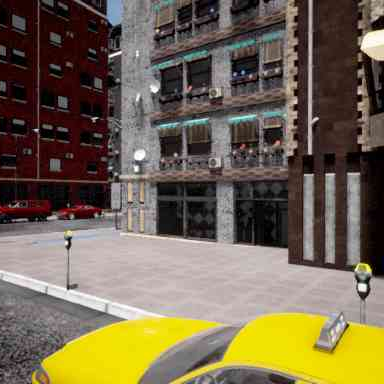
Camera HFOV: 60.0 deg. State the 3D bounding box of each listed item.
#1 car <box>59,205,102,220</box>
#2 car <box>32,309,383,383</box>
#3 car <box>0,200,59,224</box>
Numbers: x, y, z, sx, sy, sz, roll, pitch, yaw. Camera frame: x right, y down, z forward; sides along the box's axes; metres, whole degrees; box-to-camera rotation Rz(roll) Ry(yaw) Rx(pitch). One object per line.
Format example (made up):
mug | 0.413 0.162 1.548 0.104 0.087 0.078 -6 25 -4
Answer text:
car | -10.884 1.923 32.295 1.887 1.381 4.507 -1 -2 35
car | 0.718 1.525 2.362 4.829 1.417 1.752 0 0 36
car | -14.179 1.591 27.655 2.192 1.841 5.009 -1 -2 35
